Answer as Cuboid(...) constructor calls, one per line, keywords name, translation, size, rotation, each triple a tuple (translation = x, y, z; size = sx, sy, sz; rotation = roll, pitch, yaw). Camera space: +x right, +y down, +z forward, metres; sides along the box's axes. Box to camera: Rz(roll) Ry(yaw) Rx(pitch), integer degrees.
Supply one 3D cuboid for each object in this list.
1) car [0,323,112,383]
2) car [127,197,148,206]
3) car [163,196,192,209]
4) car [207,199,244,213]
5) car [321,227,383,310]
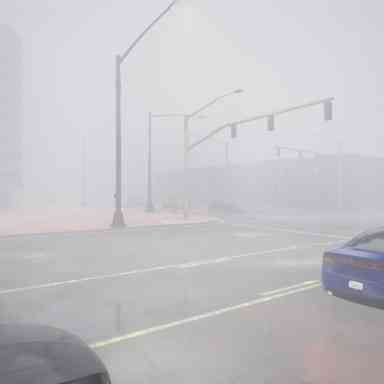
Cuboid(name="car", translation=(-2.842, 1.505, 1.727), size=(4.892, 1.490, 1.837), rotation=(0, 0, -35))
Cuboid(name="car", translation=(-8.749, 1.491, 53.703), size=(2.128, 1.511, 4.902), rotation=(0, 0, -35))
Cuboid(name="car", translation=(-1.994, 1.352, 44.219), size=(2.097, 1.767, 4.553), rotation=(0, 0, -35))
Cuboid(name="car", translation=(3.602, 1.492, 36.379), size=(2.128, 1.511, 4.902), rotation=(0, 0, -35))
Cuboid(name="car", translation=(4.890, 1.478, 7.235), size=(5.008, 1.535, 1.882), rotation=(0, 0, -35))
